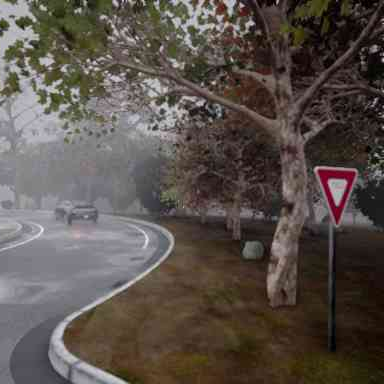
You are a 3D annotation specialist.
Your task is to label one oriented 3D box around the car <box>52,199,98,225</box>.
[{"bbox_3d":[-7.818,1.243,22.068,2.128,1.511,4.902,0,1,-36],"label":"car"}]
